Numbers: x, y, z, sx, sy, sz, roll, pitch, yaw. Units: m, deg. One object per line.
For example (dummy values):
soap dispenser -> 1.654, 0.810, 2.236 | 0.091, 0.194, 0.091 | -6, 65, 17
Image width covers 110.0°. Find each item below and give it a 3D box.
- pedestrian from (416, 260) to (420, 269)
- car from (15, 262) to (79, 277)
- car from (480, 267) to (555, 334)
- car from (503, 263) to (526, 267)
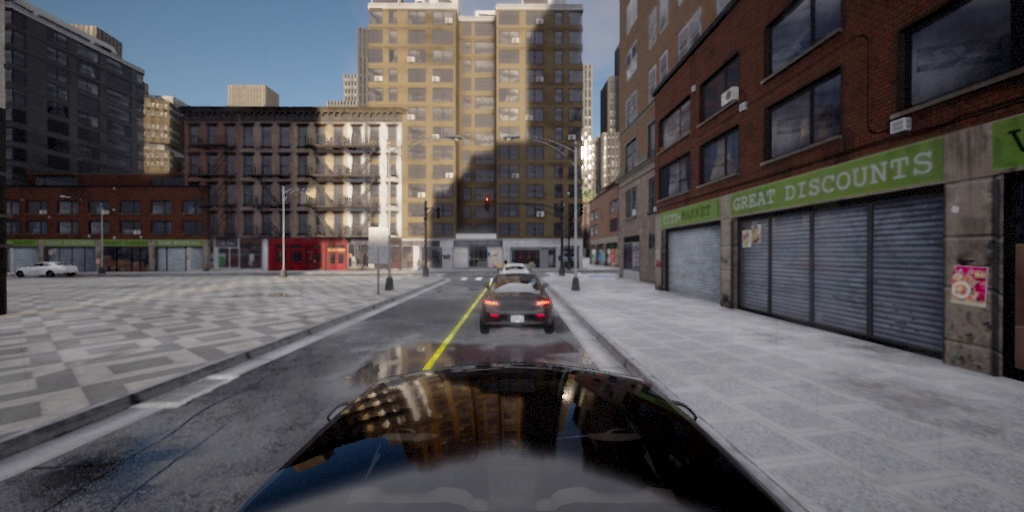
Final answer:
pedestrian -> -10.043, 0.667, 38.417 | 0.375, 1.860, 0.375 | 0, 1, -1
car -> -45.305, 1.308, 35.009 | 4.674, 1.442, 1.812 | 0, 0, 0
car -> 0.122, 1.204, 10.222 | 1.812, 1.442, 4.674 | 0, 0, 0
car -> 0.148, 1.118, 20.001 | 1.812, 1.442, 4.674 | 0, 1, -1
